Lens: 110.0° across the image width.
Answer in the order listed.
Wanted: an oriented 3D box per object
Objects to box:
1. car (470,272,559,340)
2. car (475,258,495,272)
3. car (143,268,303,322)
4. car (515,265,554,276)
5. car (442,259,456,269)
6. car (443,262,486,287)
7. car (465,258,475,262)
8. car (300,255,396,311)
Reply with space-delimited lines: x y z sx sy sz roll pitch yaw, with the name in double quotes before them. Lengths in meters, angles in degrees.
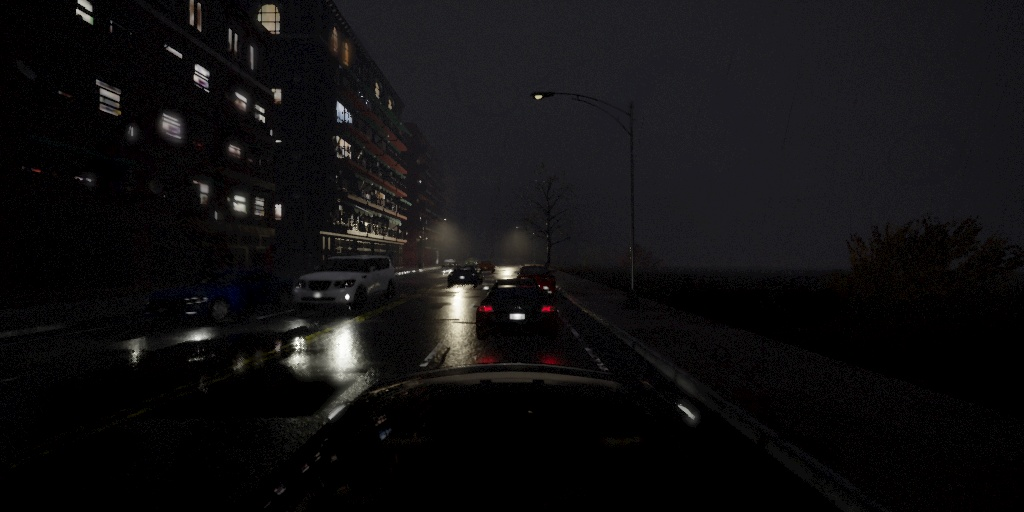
"car" 0.114 1.315 9.976 1.994 1.385 4.181 0 0 0
"car" -3.084 1.229 43.597 1.882 1.535 5.008 0 -1 -1
"car" -9.834 1.229 12.572 1.882 1.535 5.008 0 0 0
"car" 1.163 1.230 18.896 1.882 1.535 5.008 0 0 0
"car" -9.754 1.242 56.166 2.128 1.511 4.902 0 0 0
"car" -3.117 1.316 24.436 1.994 1.385 4.181 0 0 0
"car" -6.495 1.101 58.204 2.097 1.767 4.553 0 0 0
"car" -6.579 0.973 14.895 2.150 2.045 5.566 0 0 0
